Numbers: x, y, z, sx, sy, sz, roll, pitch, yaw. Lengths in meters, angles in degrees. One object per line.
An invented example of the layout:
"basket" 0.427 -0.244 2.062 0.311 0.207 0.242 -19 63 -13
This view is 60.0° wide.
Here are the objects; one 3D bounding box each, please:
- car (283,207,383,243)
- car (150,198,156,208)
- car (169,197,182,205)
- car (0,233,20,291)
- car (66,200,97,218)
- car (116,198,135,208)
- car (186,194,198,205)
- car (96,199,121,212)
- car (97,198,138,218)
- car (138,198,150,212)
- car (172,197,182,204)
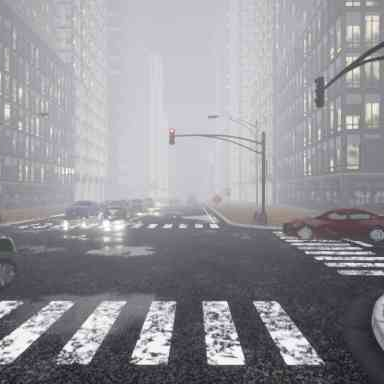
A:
"car" 6.884 1.488 15.756 5.008 1.535 1.882 0 0 8
"car" -6.609 1.594 49.721 1.812 1.442 4.674 0 0 0
"car" -3.169 1.592 60.025 2.128 1.511 4.902 0 0 0
"car" -5.821 1.352 6.429 2.097 1.767 4.553 0 0 22
"car" -9.863 1.503 30.395 1.882 1.535 5.008 0 0 0
"car" -9.854 1.631 49.452 1.994 1.385 4.181 0 0 0
"car" -0.017 1.606 60.181 1.837 1.490 4.892 0 0 0
"car" -9.861 1.607 39.528 1.994 1.385 4.181 0 0 0
"car" -6.609 1.517 30.147 2.128 1.511 4.902 0 0 0
"car" -6.611 1.521 39.674 1.882 1.535 5.008 0 0 0
"car" -3.202 1.703 70.353 1.994 1.385 4.181 0 0 0
